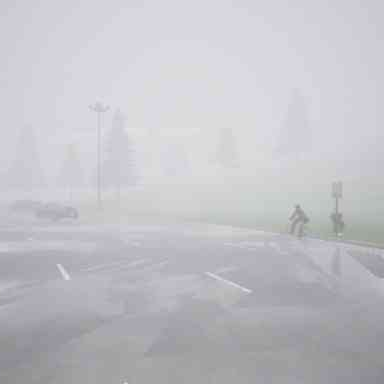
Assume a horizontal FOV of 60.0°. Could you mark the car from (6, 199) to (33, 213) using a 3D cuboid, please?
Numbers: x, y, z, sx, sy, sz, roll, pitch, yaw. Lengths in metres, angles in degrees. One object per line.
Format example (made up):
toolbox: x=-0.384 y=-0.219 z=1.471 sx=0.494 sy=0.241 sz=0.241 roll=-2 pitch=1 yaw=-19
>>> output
car: x=-18.127 y=1.498 z=36.096 sx=4.892 sy=1.490 sz=1.837 roll=-1 pitch=-1 yaw=31

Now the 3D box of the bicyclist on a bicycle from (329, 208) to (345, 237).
bicyclist on a bicycle: x=7.085 y=1.573 z=16.230 sx=0.582 sy=1.656 sz=1.620 roll=0 pitch=0 yaw=36

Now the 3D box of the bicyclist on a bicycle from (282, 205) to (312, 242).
bicyclist on a bicycle: x=4.756 y=1.393 z=14.926 sx=0.582 sy=1.620 sz=1.656 roll=14 pitch=-6 yaw=-31

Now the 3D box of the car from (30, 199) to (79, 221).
car: x=-10.893 y=1.522 z=26.797 sx=4.674 sy=1.442 sz=1.812 roll=0 pitch=-1 yaw=41
